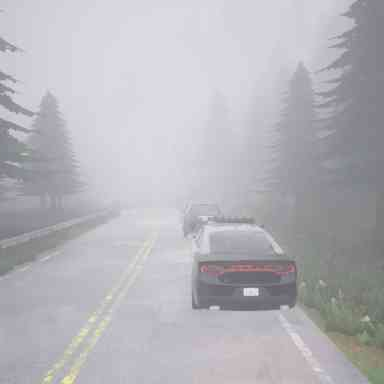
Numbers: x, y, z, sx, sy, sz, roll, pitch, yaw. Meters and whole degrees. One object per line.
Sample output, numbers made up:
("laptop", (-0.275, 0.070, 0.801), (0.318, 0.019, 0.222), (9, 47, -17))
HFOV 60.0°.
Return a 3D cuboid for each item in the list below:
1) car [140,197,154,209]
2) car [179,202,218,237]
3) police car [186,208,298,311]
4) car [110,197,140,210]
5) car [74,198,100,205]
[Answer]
("car", (-6.994, 1.461, 46.082), (1.837, 1.490, 4.892), (-3, 1, -35))
("car", (0.532, 1.314, 17.938), (2.097, 1.767, 4.553), (0, 0, -3))
("police car", (0.906, 1.409, 7.967), (1.930, 1.638, 5.238), (0, 0, -1))
("car", (-8.939, 1.639, 42.461), (2.033, 1.411, 5.357), (-3, 0, -31))
("car", (-17.586, 1.770, 55.358), (4.902, 1.511, 2.128), (-3, 3, 27))
